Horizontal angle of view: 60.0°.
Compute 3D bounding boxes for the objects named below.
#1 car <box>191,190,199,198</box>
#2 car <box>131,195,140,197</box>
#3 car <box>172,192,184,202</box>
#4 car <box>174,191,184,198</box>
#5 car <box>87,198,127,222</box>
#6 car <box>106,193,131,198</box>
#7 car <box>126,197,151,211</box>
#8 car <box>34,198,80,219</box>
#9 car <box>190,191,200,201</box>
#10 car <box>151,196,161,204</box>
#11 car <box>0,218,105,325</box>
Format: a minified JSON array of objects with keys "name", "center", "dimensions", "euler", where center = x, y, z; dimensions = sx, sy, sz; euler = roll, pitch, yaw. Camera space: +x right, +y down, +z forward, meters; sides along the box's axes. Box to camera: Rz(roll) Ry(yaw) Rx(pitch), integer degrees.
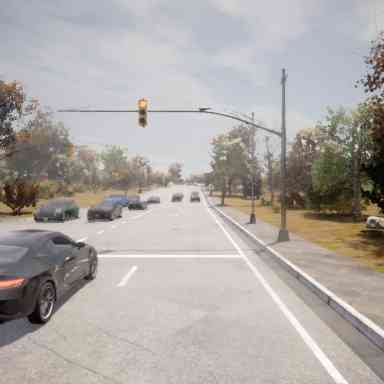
[{"name":"car","center":[0.654,0.493,74.498],"dimensions":[1.812,1.442,4.674],"euler":[0,3,1]},{"name":"car","center":[-10.083,1.299,58.210],"dimensions":[1.837,1.490,4.892],"euler":[0,2,1]},{"name":"car","center":[-2.851,1.010,64.148],"dimensions":[1.837,1.490,4.892],"euler":[0,3,1]},{"name":"car","center":[-2.853,0.588,74.082],"dimensions":[1.895,1.301,4.718],"euler":[0,3,1]},{"name":"car","center":[-6.898,1.477,26.742],"dimensions":[1.882,1.535,5.008],"euler":[0,0,1]},{"name":"car","center":[-10.226,1.222,45.254],"dimensions":[2.150,2.045,5.566],"euler":[0,0,0]},{"name":"car","center":[-6.760,1.601,41.465],"dimensions":[1.895,1.301,4.718],"euler":[0,0,1]},{"name":"car","center":[-10.405,1.351,25.908],"dimensions":[2.097,1.767,4.553],"euler":[0,0,1]},{"name":"car","center":[0.655,1.083,64.565],"dimensions":[1.895,1.301,4.718],"euler":[0,3,1]},{"name":"car","center":[-6.586,1.362,58.100],"dimensions":[1.994,1.385,4.181],"euler":[0,2,1]},{"name":"car","center":[-3.400,1.526,7.007],"dimensions":[1.812,1.442,4.674],"euler":[0,0,-1]}]
